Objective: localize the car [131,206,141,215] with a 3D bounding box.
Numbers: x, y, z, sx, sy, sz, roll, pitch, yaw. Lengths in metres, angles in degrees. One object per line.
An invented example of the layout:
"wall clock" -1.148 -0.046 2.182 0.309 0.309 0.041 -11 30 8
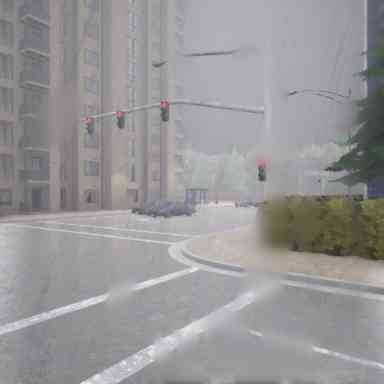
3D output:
"car" -3.528 1.547 32.929 2.033 1.411 5.357 0 0 36

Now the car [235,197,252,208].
"car" 8.003 1.498 48.595 2.128 1.511 4.902 0 0 36

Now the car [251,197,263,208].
"car" 10.436 1.601 46.000 1.895 1.301 4.718 0 0 36

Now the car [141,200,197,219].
"car" -1.707 1.546 29.484 2.033 1.411 5.357 0 0 36
